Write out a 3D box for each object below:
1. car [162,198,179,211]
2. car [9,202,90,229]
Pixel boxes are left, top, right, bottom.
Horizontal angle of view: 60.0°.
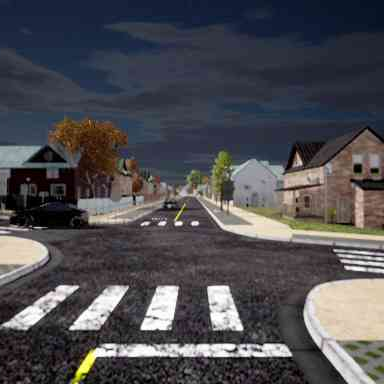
[{"bbox_3d":[-2.701,1.544,42.361,2.128,1.511,4.902,0,0,0],"label":"car"},{"bbox_3d":[-7.980,1.297,18.957,4.181,1.385,1.994,2,2,-16],"label":"car"}]
